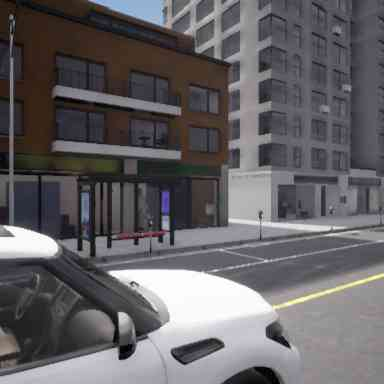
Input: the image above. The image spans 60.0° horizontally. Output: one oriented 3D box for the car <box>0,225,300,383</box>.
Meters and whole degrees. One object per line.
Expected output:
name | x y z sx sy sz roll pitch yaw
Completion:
car | -1.680 1.231 2.236 5.566 2.045 2.150 0 0 -36
